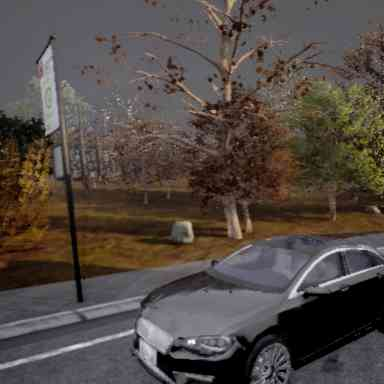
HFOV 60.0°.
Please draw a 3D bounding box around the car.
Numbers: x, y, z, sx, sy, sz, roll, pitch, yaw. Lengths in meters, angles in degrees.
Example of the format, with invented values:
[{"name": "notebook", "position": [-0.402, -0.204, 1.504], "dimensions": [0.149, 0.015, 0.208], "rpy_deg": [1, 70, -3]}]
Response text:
[{"name": "car", "position": [1.512, 1.484, 5.063], "dimensions": [4.902, 1.511, 2.128], "rpy_deg": [0, 0, -35]}]
